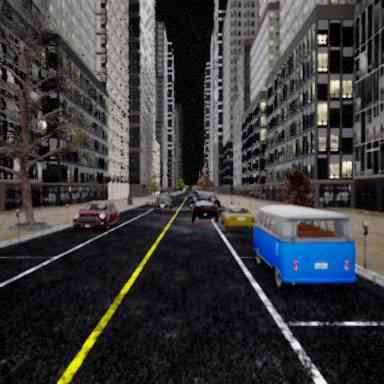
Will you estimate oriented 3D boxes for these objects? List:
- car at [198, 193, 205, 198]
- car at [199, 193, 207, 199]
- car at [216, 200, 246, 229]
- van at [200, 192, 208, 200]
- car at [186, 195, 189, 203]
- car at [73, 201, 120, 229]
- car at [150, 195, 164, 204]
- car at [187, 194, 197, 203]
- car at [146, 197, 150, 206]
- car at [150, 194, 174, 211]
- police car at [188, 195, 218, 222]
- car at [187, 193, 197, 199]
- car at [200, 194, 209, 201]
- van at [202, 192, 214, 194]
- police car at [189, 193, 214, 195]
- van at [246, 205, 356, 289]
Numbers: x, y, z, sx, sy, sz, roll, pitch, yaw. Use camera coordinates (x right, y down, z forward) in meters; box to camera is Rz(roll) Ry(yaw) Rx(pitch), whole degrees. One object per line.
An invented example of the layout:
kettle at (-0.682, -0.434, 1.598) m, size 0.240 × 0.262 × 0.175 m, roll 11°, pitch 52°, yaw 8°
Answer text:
car at (2.667, 0.978, 94.147) m, size 2.008 × 1.369 × 4.403 m, roll 0°, pitch 0°, yaw 0°
car at (2.669, 1.046, 82.762) m, size 1.887 × 1.381 × 4.507 m, roll 0°, pitch 0°, yaw 0°
car at (2.682, 1.407, 20.320) m, size 1.752 × 1.417 × 4.829 m, roll 0°, pitch 0°, yaw 0°
van at (2.669, 0.878, 77.068) m, size 1.690 × 1.788 × 3.998 m, roll 0°, pitch 0°, yaw 0°
car at (0.685, 1.266, 40.791) m, size 1.837 × 1.490 × 4.892 m, roll 0°, pitch 0°, yaw 4°
car at (-5.699, 1.323, 20.163) m, size 1.967 × 1.590 × 4.097 m, roll 0°, pitch 0°, yaw 0°
car at (-5.705, 1.260, 54.315) m, size 1.802 × 1.307 × 4.206 m, roll 0°, pitch 0°, yaw 0°
car at (-0.013, 1.164, 60.868) m, size 1.812 × 1.442 × 4.674 m, roll 0°, pitch 0°, yaw 0°
car at (-5.704, 1.239, 48.452) m, size 1.752 × 1.417 × 4.829 m, roll 0°, pitch 0°, yaw 0°
car at (-3.102, 1.271, 37.415) m, size 2.128 × 1.511 × 4.902 m, roll 0°, pitch 0°, yaw 0°
police car at (0.895, 1.280, 24.837) m, size 1.930 × 1.638 × 5.238 m, roll 0°, pitch 0°, yaw 0°
car at (-0.016, 0.924, 75.867) m, size 2.033 × 1.411 × 5.357 m, roll 0°, pitch 0°, yaw 0°
car at (2.672, 1.155, 71.378) m, size 1.802 × 1.307 × 4.206 m, roll 0°, pitch 0°, yaw 0°
van at (2.675, 1.054, 48.608) m, size 1.690 × 1.788 × 3.998 m, roll 0°, pitch 0°, yaw 0°
police car at (0.892, 1.221, 34.838) m, size 1.930 × 1.638 × 5.238 m, roll 0°, pitch 0°, yaw 0°
van at (2.683, 1.290, 8.764) m, size 1.690 × 1.788 × 3.998 m, roll 0°, pitch 0°, yaw 0°
